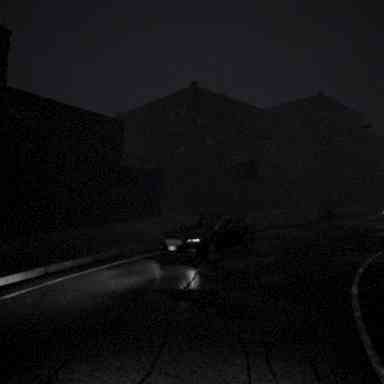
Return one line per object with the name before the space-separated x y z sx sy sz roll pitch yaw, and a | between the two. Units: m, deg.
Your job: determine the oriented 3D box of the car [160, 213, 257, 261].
car | 0.800 1.583 12.836 2.128 1.511 4.902 -1 -1 37
